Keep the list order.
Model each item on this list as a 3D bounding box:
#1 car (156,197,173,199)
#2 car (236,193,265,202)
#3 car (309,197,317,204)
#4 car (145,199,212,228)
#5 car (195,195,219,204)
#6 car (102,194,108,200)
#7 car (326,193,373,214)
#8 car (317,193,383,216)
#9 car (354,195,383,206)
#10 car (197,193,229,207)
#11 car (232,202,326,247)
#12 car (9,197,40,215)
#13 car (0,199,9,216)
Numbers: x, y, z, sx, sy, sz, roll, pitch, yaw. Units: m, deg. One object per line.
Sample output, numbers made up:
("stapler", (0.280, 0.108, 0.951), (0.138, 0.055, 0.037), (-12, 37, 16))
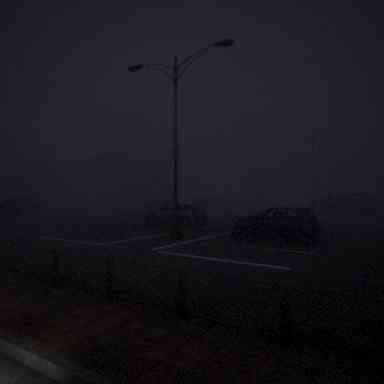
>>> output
("car", (-3.470, 1.300, 36.785), (3.633, 1.501, 1.845), (0, 0, 34))
("car", (9.669, 1.075, 55.003), (4.605, 1.855, 1.932), (0, 0, 34))
("car", (21.850, 1.282, 55.185), (4.514, 1.523, 2.007), (0, 0, 34))
("car", (-1.030, 1.374, 20.701), (3.806, 1.475, 1.970), (0, 0, 34))
("car", (2.608, 1.333, 59.698), (3.806, 1.475, 1.970), (0, 0, 34))
("car", (-22.955, 1.428, 81.524), (2.242, 1.667, 4.611), (0, 0, 34))
("car", (15.220, 1.069, 32.084), (3.866, 1.878, 1.905), (0, 0, 34))
("car", (13.943, 1.090, 29.442), (4.605, 1.855, 1.932), (0, 0, 34))
("car", (25.661, 1.222, 48.215), (3.806, 1.475, 1.970), (0, 0, 34))
("car", (2.135, 1.277, 45.058), (4.514, 1.523, 2.007), (0, 0, 34))
("car", (3.470, 1.369, 14.090), (3.633, 1.501, 1.845), (0, 0, 34))
("car", (-16.445, 1.306, 31.227), (5.027, 1.636, 2.152), (0, 0, 34))
("car", (-18.150, 1.316, 28.594), (4.514, 1.523, 2.007), (0, 0, 34))
